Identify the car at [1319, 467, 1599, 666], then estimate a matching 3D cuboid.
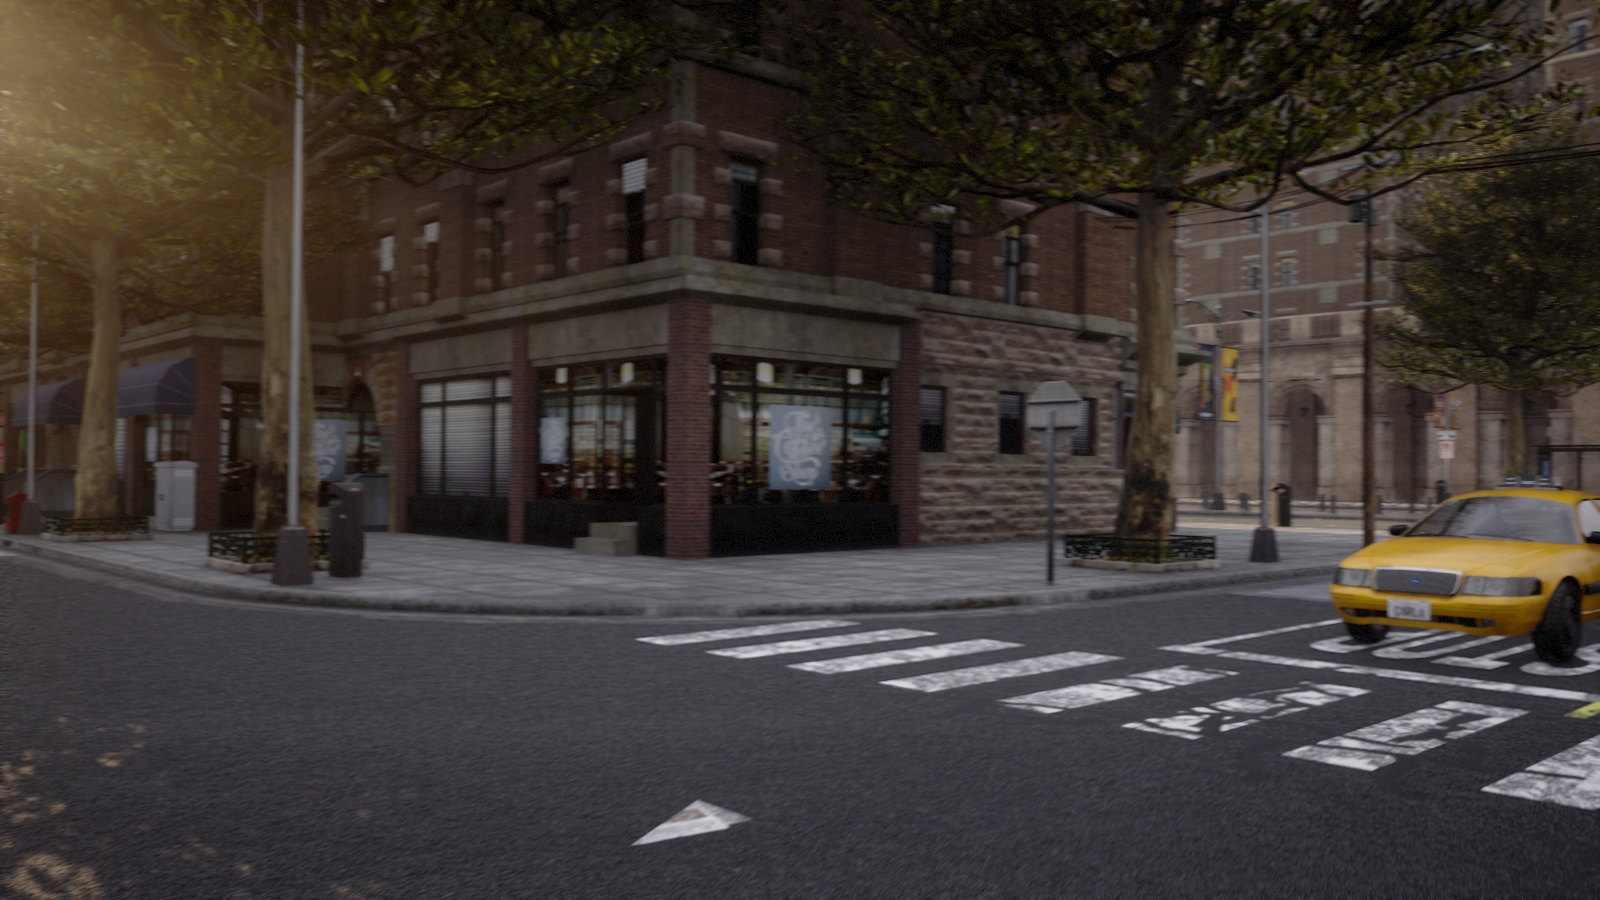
[{"bbox_3d":[7.242,0.963,12.407,5.366,1.575,1.801,1,-1,-43],"label":"car"}]
